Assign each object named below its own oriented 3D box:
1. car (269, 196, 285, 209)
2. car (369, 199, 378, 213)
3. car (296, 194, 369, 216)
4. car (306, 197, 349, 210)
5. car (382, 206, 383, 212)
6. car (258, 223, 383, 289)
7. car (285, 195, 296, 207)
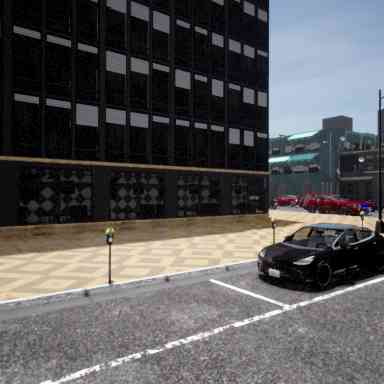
[{"bbox_3d":[8.097,1.173,39.422,1.837,1.490,4.892,0,1,-36],"label":"car"},{"bbox_3d":[14.236,1.322,31.052,1.812,1.442,4.674,0,1,-38],"label":"car"},{"bbox_3d":[12.272,1.101,29.376,2.192,1.841,5.009,1,0,-36],"label":"car"},{"bbox_3d":[15.740,1.341,38.805,1.802,1.307,4.206,1,0,-36],"label":"car"},{"bbox_3d":[19.022,1.372,34.336,1.887,1.381,4.507,1,0,-36],"label":"car"},{"bbox_3d":[3.743,1.566,9.222,4.313,1.339,1.947,0,0,-35],"label":"car"},{"bbox_3d":[12.459,1.130,43.278,1.967,1.590,4.097,1,0,-36],"label":"car"}]
